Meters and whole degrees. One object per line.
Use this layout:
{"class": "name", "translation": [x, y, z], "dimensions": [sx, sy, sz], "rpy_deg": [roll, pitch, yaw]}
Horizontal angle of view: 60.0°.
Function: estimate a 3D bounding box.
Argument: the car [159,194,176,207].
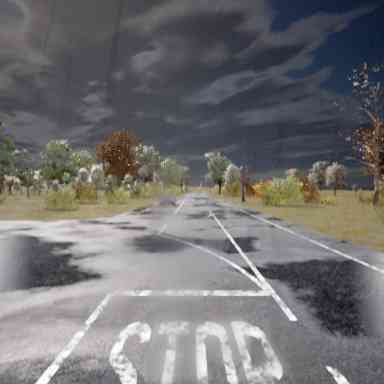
{"class": "car", "translation": [-3.334, 1.059, 46.243], "dimensions": [2.097, 1.767, 4.553], "rpy_deg": [0, 0, 0]}
